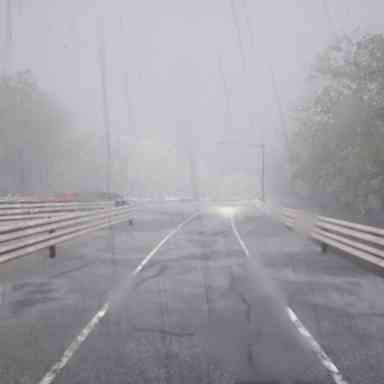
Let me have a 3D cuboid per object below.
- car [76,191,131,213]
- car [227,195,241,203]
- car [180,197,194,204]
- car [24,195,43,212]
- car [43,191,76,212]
[{"bbox_3d":[-7.819,0.992,30.808,2.150,2.045,5.566,0,-1,19],"label":"car"},{"bbox_3d":[11.573,2.089,87.959,2.033,1.411,5.357,0,-1,19],"label":"car"},{"bbox_3d":[-1.018,1.762,72.592,1.882,1.535,5.008,0,-1,19],"label":"car"},{"bbox_3d":[-14.444,1.101,33.072,2.097,1.767,4.553,0,-1,19],"label":"car"},{"bbox_3d":[-11.115,0.981,31.986,2.150,2.045,5.566,0,-1,19],"label":"car"}]
